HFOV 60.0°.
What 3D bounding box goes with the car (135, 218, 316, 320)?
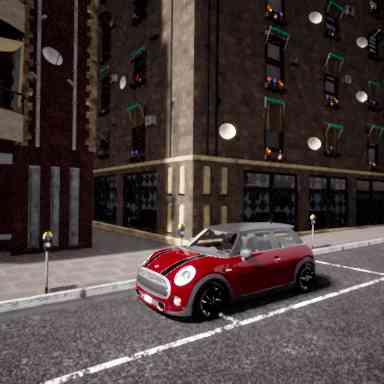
[{"bbox_3d":[0.819,1.440,7.276,4.097,1.590,1.967,0,1,-35],"label":"car"}]
